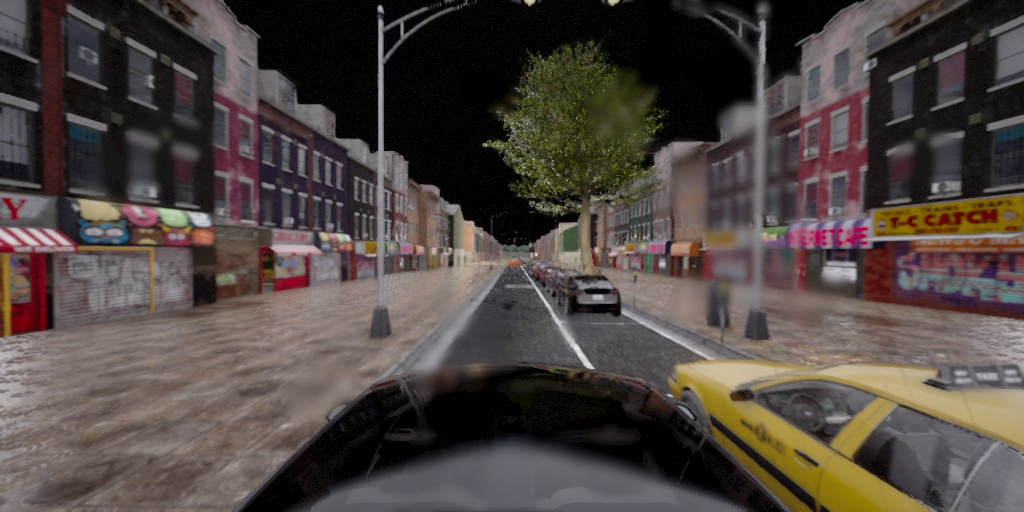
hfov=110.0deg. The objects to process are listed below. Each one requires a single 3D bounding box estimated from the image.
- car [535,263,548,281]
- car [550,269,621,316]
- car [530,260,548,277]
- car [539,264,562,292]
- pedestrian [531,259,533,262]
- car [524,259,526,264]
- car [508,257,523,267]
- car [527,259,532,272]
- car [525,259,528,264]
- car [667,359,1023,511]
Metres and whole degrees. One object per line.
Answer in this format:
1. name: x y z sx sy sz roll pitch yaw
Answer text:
1. car: 2.768 1.336 24.276 1.802 1.307 4.207 0 0 0
2. car: 2.695 1.324 13.185 1.948 1.339 4.313 0 0 0
3. car: 2.805 1.298 29.821 1.888 1.381 4.507 0 0 0
4. car: 2.731 1.306 18.730 2.007 1.370 4.403 0 0 0
5. pedestrian: 3.083 1.008 53.847 0.375 1.300 0.375 -1 1 -10
6. car: 3.062 1.269 50.919 1.837 1.490 4.892 0 0 0
7. car: 0.406 1.089 64.878 2.097 1.767 4.553 0 0 1
8. car: 2.842 1.194 35.366 1.967 1.591 4.097 0 0 0
9. car: 2.878 1.307 40.911 2.007 1.370 4.403 0 0 0
10. car: 2.622 1.292 2.264 1.751 1.417 4.829 0 0 0
